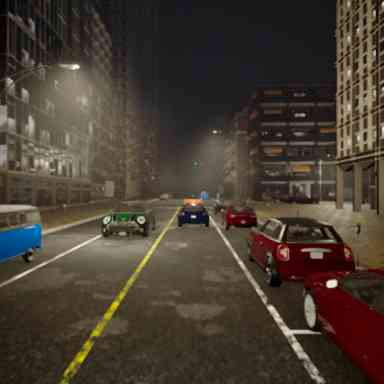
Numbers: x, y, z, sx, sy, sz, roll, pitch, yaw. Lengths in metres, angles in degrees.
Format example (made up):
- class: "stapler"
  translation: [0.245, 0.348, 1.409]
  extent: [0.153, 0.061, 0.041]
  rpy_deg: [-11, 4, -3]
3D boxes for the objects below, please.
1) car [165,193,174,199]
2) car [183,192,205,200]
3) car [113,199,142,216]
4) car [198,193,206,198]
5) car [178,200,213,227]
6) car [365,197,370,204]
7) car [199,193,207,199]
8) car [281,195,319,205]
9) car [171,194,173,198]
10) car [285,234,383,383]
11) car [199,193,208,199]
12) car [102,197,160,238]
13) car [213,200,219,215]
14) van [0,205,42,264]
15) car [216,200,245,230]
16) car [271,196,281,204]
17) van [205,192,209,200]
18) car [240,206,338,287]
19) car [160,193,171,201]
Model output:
- class: "car"
  translation: [-5.749, 0.933, 85.139]
  extent: [1.752, 1.417, 4.829]
  rpy_deg: [1, 0, 0]
- class: "car"
  translation: [0.098, 1.116, 37.563]
  extent: [2.097, 1.767, 4.553]
  rpy_deg: [0, 0, 0]
- class: "car"
  translation: [-5.794, 1.395, 30.399]
  extent: [1.802, 1.307, 4.206]
  rpy_deg: [1, 0, 0]
- class: "car"
  translation: [2.722, 0.904, 90.933]
  extent: [1.887, 1.381, 4.507]
  rpy_deg: [1, 0, 0]
- class: "car"
  translation: [0.100, 1.434, 21.812]
  extent: [1.994, 1.385, 4.181]
  rpy_deg: [0, 0, 0]
- class: "car"
  translation: [26.208, 1.078, 45.793]
  extent: [4.403, 1.369, 2.008]
  rpy_deg: [0, 0, 1]
- class: "car"
  translation: [2.766, 0.973, 85.278]
  extent: [1.947, 1.339, 4.313]
  rpy_deg: [1, 0, 0]
- class: "car"
  translation: [15.115, 1.123, 45.899]
  extent: [4.507, 1.381, 1.887]
  rpy_deg: [0, 0, 1]
- class: "car"
  translation: [-5.812, 1.047, 73.992]
  extent: [2.008, 1.369, 4.403]
  rpy_deg: [1, 0, 0]
- class: "car"
  translation: [2.698, 1.522, 3.833]
  extent: [1.887, 1.381, 4.507]
  rpy_deg: [1, 0, 0]
- class: "car"
  translation: [2.810, 1.003, 79.621]
  extent: [2.008, 1.369, 4.403]
  rpy_deg: [1, 0, 0]
- class: "car"
  translation: [-3.085, 1.251, 17.013]
  extent: [2.097, 1.767, 4.553]
  rpy_deg: [0, 0, 0]
- class: "car"
  translation: [2.809, 1.364, 30.399]
  extent: [2.008, 1.369, 4.403]
  rpy_deg: [1, 0, 0]
- class: "van"
  translation: [-5.680, 1.287, 9.150]
  extent: [1.690, 1.788, 3.998]
  rpy_deg: [1, 0, 0]
- class: "car"
  translation: [2.698, 1.427, 19.774]
  extent: [1.887, 1.381, 4.507]
  rpy_deg: [1, 0, 0]
- class: "car"
  translation: [15.196, 1.167, 54.279]
  extent: [4.403, 1.369, 2.008]
  rpy_deg: [0, 0, 1]
- class: "van"
  translation: [2.831, 0.838, 73.960]
  extent: [1.690, 1.788, 3.998]
  rpy_deg: [1, 0, 0]
- class: "car"
  translation: [2.699, 1.387, 9.146]
  extent: [1.967, 1.590, 4.097]
  rpy_deg: [1, 0, 0]
- class: "car"
  translation: [-5.811, 1.062, 68.810]
  extent: [1.752, 1.417, 4.829]
  rpy_deg: [1, 0, 0]
